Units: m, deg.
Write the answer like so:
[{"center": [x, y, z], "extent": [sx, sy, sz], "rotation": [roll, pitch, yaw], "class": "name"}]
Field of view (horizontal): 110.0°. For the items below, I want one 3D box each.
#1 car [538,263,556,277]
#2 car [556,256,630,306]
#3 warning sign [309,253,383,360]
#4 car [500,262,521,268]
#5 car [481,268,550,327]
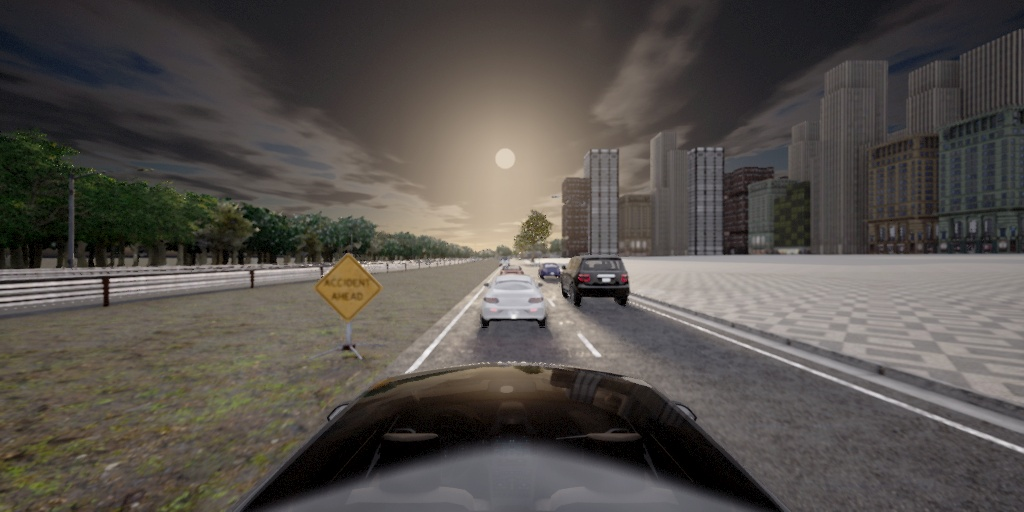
[{"center": [3.491, 1.345, 33.385], "extent": [1.812, 1.442, 4.674], "rotation": [0, 0, 0], "class": "car"}, {"center": [3.548, 1.002, 16.200], "extent": [2.150, 2.045, 5.566], "rotation": [0, 0, 0], "class": "car"}, {"center": [-3.064, 0.877, 6.738], "extent": [1.300, 1.860, 1.060], "rotation": [0, 0, 0], "class": "warning sign"}, {"center": [-0.003, 1.415, 30.822], "extent": [1.895, 1.301, 4.718], "rotation": [0, 0, 0], "class": "car"}, {"center": [0.051, 1.297, 11.508], "extent": [1.812, 1.442, 4.674], "rotation": [0, 0, 0], "class": "car"}]
